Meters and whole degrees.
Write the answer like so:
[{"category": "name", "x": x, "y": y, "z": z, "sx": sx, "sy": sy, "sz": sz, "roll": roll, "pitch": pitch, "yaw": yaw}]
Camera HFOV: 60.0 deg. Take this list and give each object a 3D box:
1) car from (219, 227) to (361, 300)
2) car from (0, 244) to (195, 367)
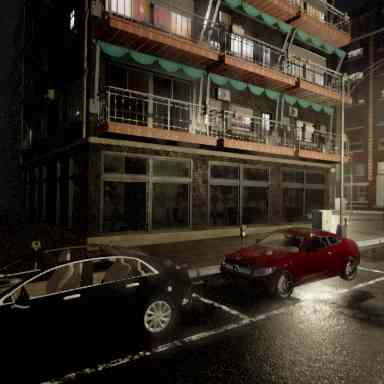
[{"category": "car", "x": 2.615, "y": 1.585, "z": 8.375, "sx": 4.206, "sy": 1.307, "sz": 1.802, "roll": 0, "pitch": 1, "yaw": -36}, {"category": "car", "x": -2.011, "y": 1.551, "z": 5.068, "sx": 4.403, "sy": 1.369, "sz": 2.008, "roll": 0, "pitch": 1, "yaw": -36}]
